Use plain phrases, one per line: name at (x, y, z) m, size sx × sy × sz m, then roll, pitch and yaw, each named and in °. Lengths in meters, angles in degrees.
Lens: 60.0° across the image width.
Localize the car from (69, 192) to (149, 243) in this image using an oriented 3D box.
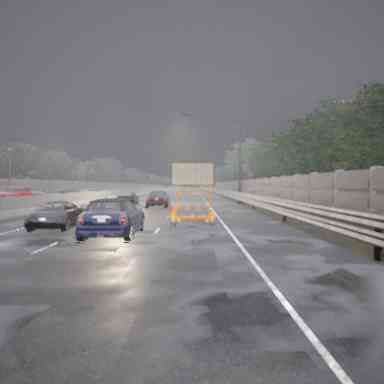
car at (-3.357, 1.033, 14.469) m, size 2.097 × 1.767 × 4.553 m, roll 0°, pitch 1°, yaw 0°

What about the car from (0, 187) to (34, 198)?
car at (-20.975, 0.378, 39.595) m, size 2.150 × 2.045 × 5.566 m, roll 0°, pitch 1°, yaw 0°

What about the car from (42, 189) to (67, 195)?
car at (-17.464, 0.458, 42.171) m, size 2.097 × 1.767 × 4.553 m, roll 0°, pitch 1°, yaw 0°

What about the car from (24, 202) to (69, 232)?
car at (-6.849, 1.185, 17.256) m, size 1.994 × 1.385 × 4.181 m, roll 0°, pitch 1°, yaw 0°

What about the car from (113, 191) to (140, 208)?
car at (-6.798, 0.728, 35.106) m, size 1.882 × 1.535 × 5.008 m, roll 0°, pitch 1°, yaw 0°

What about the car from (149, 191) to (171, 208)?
car at (-3.304, 0.643, 33.172) m, size 2.097 × 1.767 × 4.553 m, roll 0°, pitch 1°, yaw 0°

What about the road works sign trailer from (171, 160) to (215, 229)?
road works sign trailer at (0.055, 0.063, 18.389) m, size 2.380 × 3.560 × 2.880 m, roll 0°, pitch 1°, yaw 0°
